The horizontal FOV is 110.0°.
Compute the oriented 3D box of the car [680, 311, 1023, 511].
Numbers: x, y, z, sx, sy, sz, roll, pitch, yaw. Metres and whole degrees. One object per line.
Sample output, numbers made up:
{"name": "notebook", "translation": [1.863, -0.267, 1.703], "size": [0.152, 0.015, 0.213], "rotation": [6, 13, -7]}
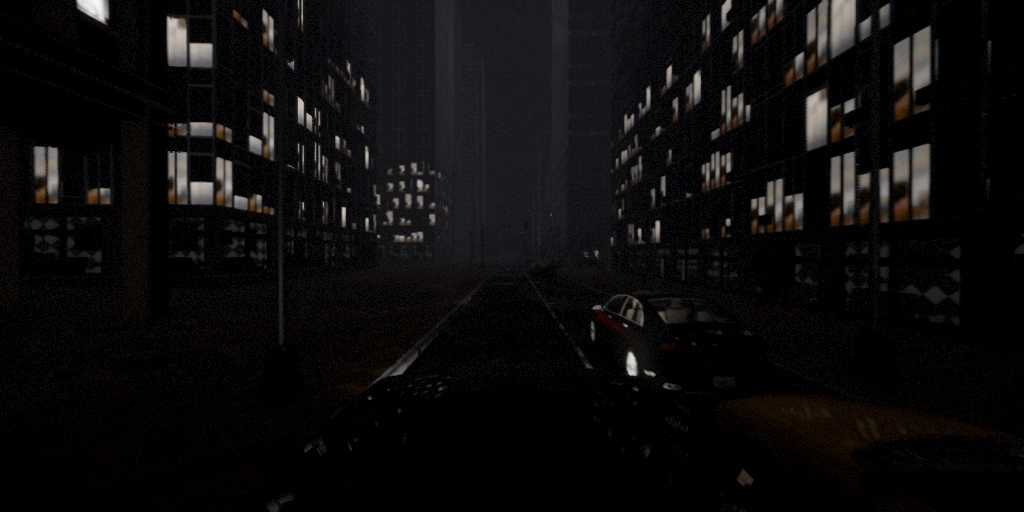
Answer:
{"name": "car", "translation": [2.566, 1.279, 1.136], "size": [1.751, 1.417, 4.829], "rotation": [0, 0, 0]}

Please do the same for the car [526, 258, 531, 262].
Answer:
{"name": "car", "translation": [2.587, 1.133, 34.444], "size": [1.751, 1.417, 4.829], "rotation": [0, 0, 0]}

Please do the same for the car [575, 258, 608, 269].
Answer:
{"name": "car", "translation": [11.963, 1.091, 54.181], "size": [4.892, 1.490, 1.837], "rotation": [1, 0, -3]}

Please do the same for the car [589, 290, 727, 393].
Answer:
{"name": "car", "translation": [2.569, 1.280, 6.517], "size": [2.007, 1.370, 4.403], "rotation": [0, 0, 0]}

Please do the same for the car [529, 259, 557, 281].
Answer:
{"name": "car", "translation": [2.583, 1.178, 28.722], "size": [1.888, 1.381, 4.507], "rotation": [0, 0, 0]}
